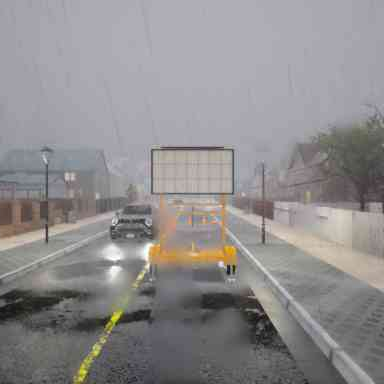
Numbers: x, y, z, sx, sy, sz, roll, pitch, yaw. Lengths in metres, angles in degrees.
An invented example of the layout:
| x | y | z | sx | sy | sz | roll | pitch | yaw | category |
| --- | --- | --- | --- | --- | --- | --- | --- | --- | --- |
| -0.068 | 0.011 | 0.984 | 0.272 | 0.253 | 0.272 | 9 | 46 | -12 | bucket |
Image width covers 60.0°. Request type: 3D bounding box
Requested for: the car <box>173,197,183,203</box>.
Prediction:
| x | y | z | sx | sy | sz | roll | pitch | yaw | category |
| --- | --- | --- | --- | --- | --- | --- | --- | --- | --- |
| -2.717 | 1.743 | 65.505 | 1.994 | 1.385 | 4.181 | 0 | 0 | 0 | car |

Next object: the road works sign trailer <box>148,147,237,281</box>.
| x | y | z | sx | sy | sz | roll | pitch | yaw | category |
| --- | --- | --- | --- | --- | --- | --- | --- | --- | --- |
| 0.019 | 0.471 | 9.835 | 2.380 | 3.560 | 2.880 | 0 | 0 | 0 | road works sign trailer |

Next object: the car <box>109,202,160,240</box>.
| x | y | z | sx | sy | sz | roll | pitch | yaw | category |
| --- | --- | --- | --- | --- | --- | --- | --- | --- | --- |
| -2.739 | 1.368 | 17.025 | 2.097 | 1.767 | 4.553 | 0 | 0 | 0 | car |
